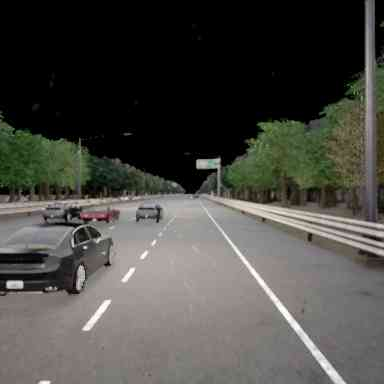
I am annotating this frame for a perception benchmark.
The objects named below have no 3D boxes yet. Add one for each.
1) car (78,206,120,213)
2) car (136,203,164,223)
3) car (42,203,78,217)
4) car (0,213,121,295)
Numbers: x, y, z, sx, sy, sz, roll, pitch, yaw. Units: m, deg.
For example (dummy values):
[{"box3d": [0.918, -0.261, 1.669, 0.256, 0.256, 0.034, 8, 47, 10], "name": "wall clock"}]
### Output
[{"box3d": [-6.859, 1.711, 25.644, 1.895, 1.301, 4.718, 0, 0, 0], "name": "car"}, {"box3d": [-3.354, 1.608, 27.029, 2.128, 1.511, 4.902, 0, 0, 0], "name": "car"}, {"box3d": [-10.354, 1.608, 27.021, 2.128, 1.511, 4.902, 0, 0, 0], "name": "car"}, {"box3d": [-3.394, 1.543, 8.814, 1.837, 1.490, 4.892, 0, 0, 0], "name": "car"}]
